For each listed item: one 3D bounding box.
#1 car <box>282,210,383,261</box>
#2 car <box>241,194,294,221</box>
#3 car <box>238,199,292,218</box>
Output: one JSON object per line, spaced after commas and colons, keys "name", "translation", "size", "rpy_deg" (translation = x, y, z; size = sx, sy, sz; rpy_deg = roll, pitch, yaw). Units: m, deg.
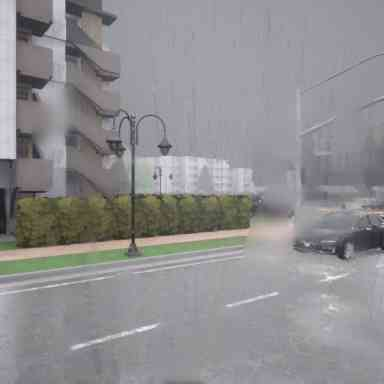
{"name": "car", "translation": [5.795, 1.505, 12.474], "size": [4.892, 1.490, 1.837], "rpy_deg": [0, 0, -36]}
{"name": "car", "translation": [5.690, 1.221, 27.279], "size": [2.150, 2.045, 5.566], "rpy_deg": [0, 0, -38]}
{"name": "car", "translation": [6.794, 1.478, 31.596], "size": [1.882, 1.535, 5.008], "rpy_deg": [0, 0, -37]}
